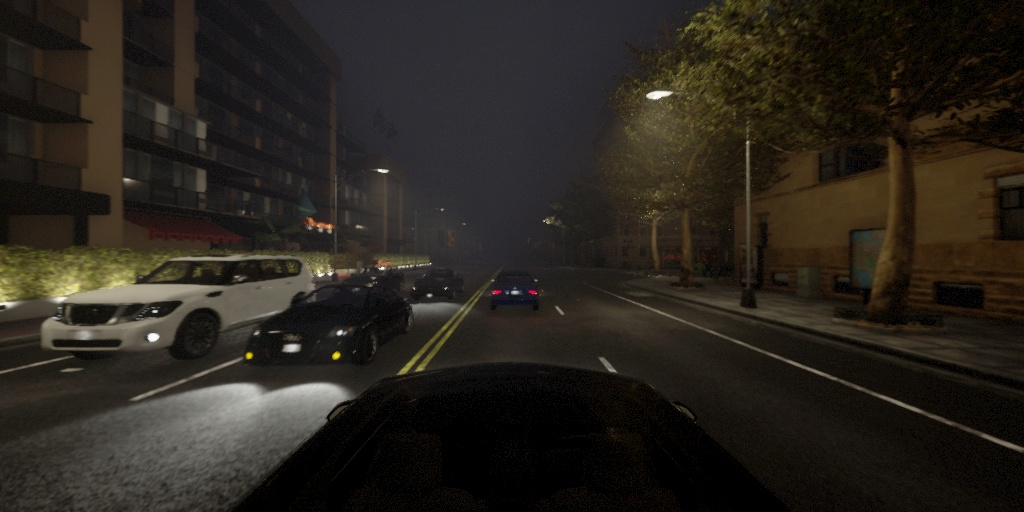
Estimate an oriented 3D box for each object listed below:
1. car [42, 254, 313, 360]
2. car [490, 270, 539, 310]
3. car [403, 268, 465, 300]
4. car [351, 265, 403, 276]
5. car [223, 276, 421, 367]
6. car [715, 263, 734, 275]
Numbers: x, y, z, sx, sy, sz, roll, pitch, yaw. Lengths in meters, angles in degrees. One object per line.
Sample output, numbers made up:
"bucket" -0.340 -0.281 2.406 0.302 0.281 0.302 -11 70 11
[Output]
"car" -7.086 0.972 8.713 2.150 2.045 5.566 0 0 0
"car" 0.100 1.299 14.776 2.033 1.411 5.357 0 0 0
"car" -3.506 1.298 17.922 2.033 1.411 5.357 0 0 0
"car" -7.000 1.241 18.601 2.128 1.511 4.902 0 0 0
"car" -3.588 1.314 7.825 1.994 1.385 4.181 0 0 0
"car" 23.182 1.308 35.754 5.357 1.411 2.033 0 0 2
